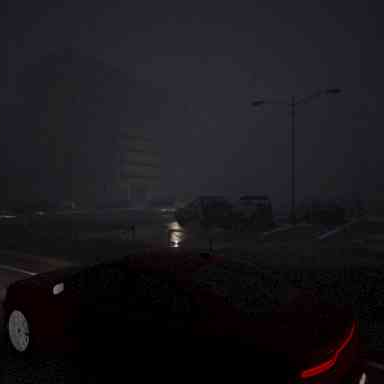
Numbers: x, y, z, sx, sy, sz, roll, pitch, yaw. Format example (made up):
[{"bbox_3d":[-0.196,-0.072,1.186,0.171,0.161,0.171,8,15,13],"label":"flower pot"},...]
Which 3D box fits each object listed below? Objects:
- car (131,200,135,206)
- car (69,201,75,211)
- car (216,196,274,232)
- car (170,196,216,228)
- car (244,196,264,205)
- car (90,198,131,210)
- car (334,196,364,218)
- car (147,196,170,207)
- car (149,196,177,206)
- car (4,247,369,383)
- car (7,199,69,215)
[{"bbox_3d":[-10.510,1.547,47.885,2.033,1.411,5.357,0,0,33],"label":"car"},{"bbox_3d":[-16.171,1.526,39.429,1.812,1.442,4.674,0,0,34],"label":"car"},{"bbox_3d":[3.316,1.156,19.060,1.905,1.878,3.866,0,0,34],"label":"car"},{"bbox_3d":[0.948,1.153,20.726,1.932,1.855,4.605,0,0,34],"label":"car"},{"bbox_3d":[11.504,1.526,61.500,1.812,1.442,4.674,0,0,34],"label":"car"},{"bbox_3d":[-10.378,1.601,41.803,1.895,1.301,4.718,0,0,34],"label":"car"},{"bbox_3d":[15.339,1.395,32.016,1.970,1.475,3.806,0,0,34],"label":"car"},{"bbox_3d":[-4.704,1.492,50.233,2.128,1.511,4.902,0,0,34],"label":"car"},{"bbox_3d":[-4.803,1.492,56.322,2.128,1.511,4.902,0,0,34],"label":"car"},{"bbox_3d":[-0.525,1.478,4.363,5.008,1.535,1.882,0,0,35],"label":"car"},{"bbox_3d":[-15.720,1.547,33.841,2.033,1.411,5.357,0,0,34],"label":"car"}]
